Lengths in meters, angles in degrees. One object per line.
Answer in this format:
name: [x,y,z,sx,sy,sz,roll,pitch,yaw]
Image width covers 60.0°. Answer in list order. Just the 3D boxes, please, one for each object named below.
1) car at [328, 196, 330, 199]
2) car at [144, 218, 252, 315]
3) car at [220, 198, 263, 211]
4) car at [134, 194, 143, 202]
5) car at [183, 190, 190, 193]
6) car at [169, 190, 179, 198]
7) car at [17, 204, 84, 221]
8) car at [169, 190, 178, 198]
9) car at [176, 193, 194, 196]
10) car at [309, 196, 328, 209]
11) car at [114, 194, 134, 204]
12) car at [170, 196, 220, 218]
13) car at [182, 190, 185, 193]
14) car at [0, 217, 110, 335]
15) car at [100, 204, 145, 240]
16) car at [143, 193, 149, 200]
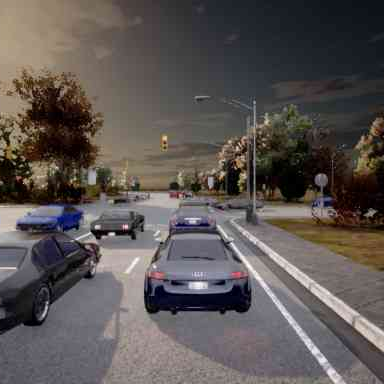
car: [18.869,0.997,37.636,5.566,2.045,2.150,0,0,-3]
car: [0.074,1.542,7.625,1.994,1.385,4.181,0,0,-1]
car: [4.998,1.332,36.266,5.357,1.411,2.033,0,0,-12]
car: [-10.860,1.097,61.162,2.128,1.511,4.902,0,0,0]
car: [-0.567,0.921,77.008,1.882,1.535,5.008,0,1,-2]
car: [-4.329,0.594,82.857,2.150,2.045,5.566,0,1,-3]
car: [-7.191,1.392,17.268,1.882,1.535,5.008,0,0,0]
car: [-5.170,0.446,93.598,2.150,2.045,5.566,0,1,-7]
car: [0.758,1.250,40.035,4.902,1.511,2.128,0,0,-4]
car: [16.984,1.229,41.028,5.008,1.535,1.882,0,0,-4]
car: [-10.840,1.275,52.060,1.895,1.301,4.718,0,0,0]
car: [0.028,1.273,16.259,2.097,1.767,4.553,0,0,0]
car: [-1.659,0.447,93.728,2.150,2.045,5.566,0,1,-7]
car: [-3.423,1.529,6.933,2.033,1.411,5.357,0,0,-1]
car: [-3.493,1.520,16.578,1.895,1.301,4.718,0,0,-1]
car: [-10.913,1.104,71.119,1.895,1.301,4.718,0,1,-1]
